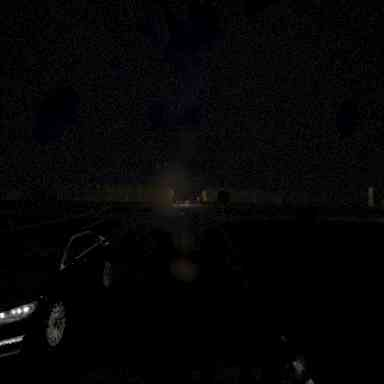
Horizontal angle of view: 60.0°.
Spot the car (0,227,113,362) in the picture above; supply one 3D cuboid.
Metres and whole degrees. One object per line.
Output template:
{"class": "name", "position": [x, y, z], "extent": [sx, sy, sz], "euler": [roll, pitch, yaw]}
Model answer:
{"class": "car", "position": [-2.841, 1.487, 6.262], "extent": [2.128, 1.511, 4.902], "euler": [0, 0, 0]}

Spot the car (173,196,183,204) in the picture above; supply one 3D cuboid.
{"class": "car", "position": [-2.757, 1.675, 66.009], "extent": [1.837, 1.490, 4.892], "euler": [0, 1, 0]}
